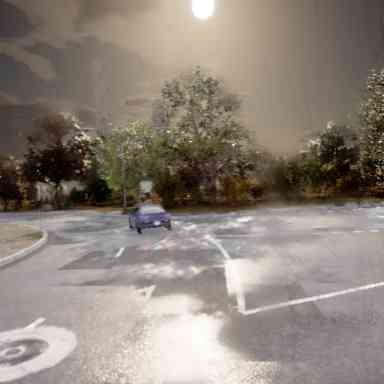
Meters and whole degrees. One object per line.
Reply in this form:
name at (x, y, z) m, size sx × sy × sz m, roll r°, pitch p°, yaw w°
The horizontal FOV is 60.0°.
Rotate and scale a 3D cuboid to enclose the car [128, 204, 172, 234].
car at (-2.452, 1.416, 18.832) m, size 1.812 × 1.442 × 4.674 m, roll -4°, pitch 0°, yaw -18°
